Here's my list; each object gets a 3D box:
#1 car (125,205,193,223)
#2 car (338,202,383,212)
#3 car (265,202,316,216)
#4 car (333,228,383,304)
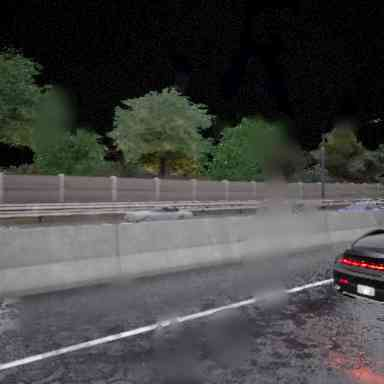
[{"bbox_3d":[-2.357,1.639,23.806,4.718,1.301,1.895,0,0,-35],"label":"car"},{"bbox_3d":[13.622,1.550,26.597,5.008,1.535,1.882,0,0,-35],"label":"car"},{"bbox_3d":[8.004,1.570,26.892,4.892,1.490,1.837,1,0,-35],"label":"car"},{"bbox_3d":[5.090,1.532,7.380,4.892,1.490,1.837,0,0,-36],"label":"car"}]
